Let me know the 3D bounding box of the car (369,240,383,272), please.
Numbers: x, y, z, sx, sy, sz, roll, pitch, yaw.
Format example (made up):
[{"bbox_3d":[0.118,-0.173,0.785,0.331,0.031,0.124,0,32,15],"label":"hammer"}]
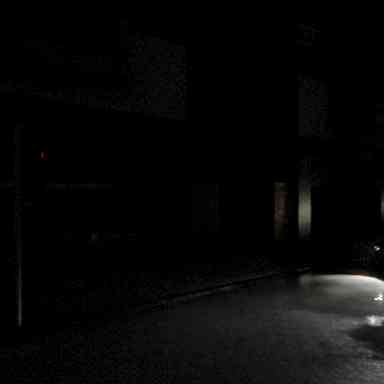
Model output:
[{"bbox_3d":[6.936,1.588,9.551,4.181,1.385,1.994,0,0,-35],"label":"car"}]
